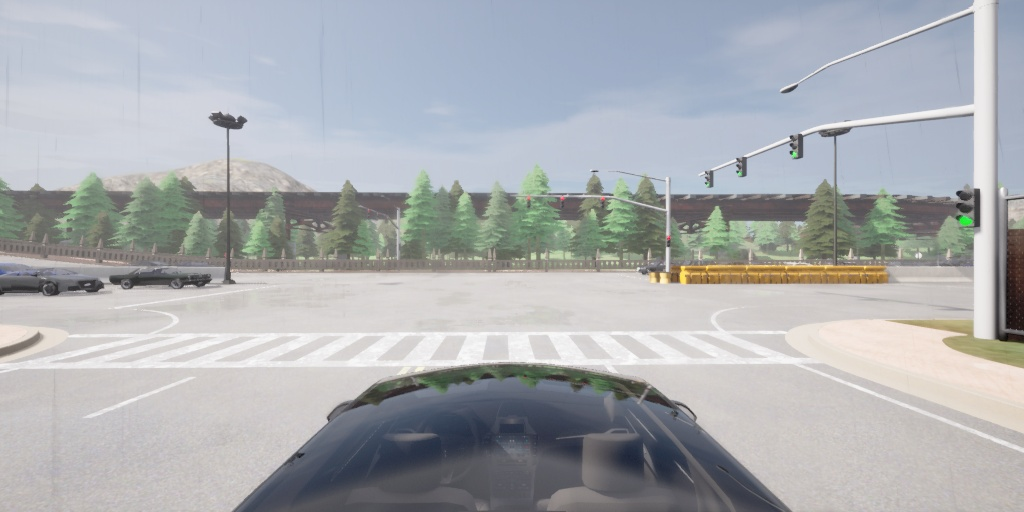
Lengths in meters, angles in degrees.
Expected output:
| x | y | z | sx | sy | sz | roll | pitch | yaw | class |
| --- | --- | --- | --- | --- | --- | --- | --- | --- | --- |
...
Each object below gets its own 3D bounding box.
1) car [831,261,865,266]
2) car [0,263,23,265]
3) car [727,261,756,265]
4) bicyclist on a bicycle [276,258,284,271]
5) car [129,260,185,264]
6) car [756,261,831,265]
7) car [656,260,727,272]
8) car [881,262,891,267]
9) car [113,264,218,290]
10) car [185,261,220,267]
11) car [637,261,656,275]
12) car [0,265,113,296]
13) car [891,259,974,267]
| x | y | z | sx | sy | sz | roll | pitch | yaw | class |
| --- | --- | --- | --- | --- | --- | --- | --- | --- | --- |
| 31.149 | 1.241 | 34.444 | 4.902 | 1.511 | 2.128 | 0 | 0 | -2 | car |
| -30.863 | 1.166 | 21.830 | 5.008 | 1.535 | 1.882 | 1 | 0 | -2 | car |
| 20.523 | 1.255 | 34.119 | 4.892 | 1.490 | 1.837 | 0 | 0 | -2 | car |
| -28.446 | 1.041 | 43.896 | 0.582 | 1.620 | 1.656 | 0 | 0 | -2 | bicyclist on a bicycle |
| -33.227 | 1.118 | 32.461 | 5.008 | 1.535 | 1.882 | 2 | 0 | -2 | car |
| 24.017 | 1.276 | 30.708 | 4.674 | 1.442 | 1.812 | 0 | 0 | -2 | car |
| 15.188 | 1.102 | 30.453 | 4.553 | 1.767 | 2.097 | 0 | 0 | -2 | car |
| 41.303 | 1.276 | 38.245 | 4.674 | 1.442 | 1.812 | 0 | 0 | -2 | car |
| -21.479 | 1.345 | 22.115 | 4.718 | 1.301 | 1.895 | 0 | 0 | -2 | car |
| -32.436 | 1.219 | 35.985 | 5.357 | 1.411 | 2.033 | 2 | 0 | -2 | car |
| 15.582 | 1.241 | 37.468 | 4.902 | 1.511 | 2.128 | 0 | 0 | -2 | car |
| -24.003 | 1.306 | 18.538 | 4.181 | 1.385 | 1.994 | 0 | 0 | -2 | car |
| 36.425 | 1.255 | 31.101 | 4.892 | 1.490 | 1.837 | 0 | 0 | -2 | car |
